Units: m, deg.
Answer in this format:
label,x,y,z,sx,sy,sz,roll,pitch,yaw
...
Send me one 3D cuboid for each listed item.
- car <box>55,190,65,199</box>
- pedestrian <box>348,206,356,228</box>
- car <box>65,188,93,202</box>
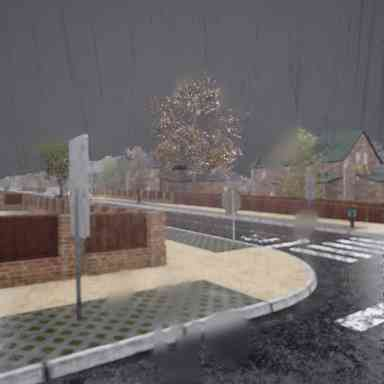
label,x,y,z,sx,sy,sz,roll,pitch,yaw
car,-21.911,0.397,56.302,2.128,1.511,4.902,-1,2,-33
pedestrian,8.448,1.331,17.506,0.500,1.100,0.500,0,0,-35
car,-16.075,0.316,47.874,2.150,2.045,5.566,-1,2,-35
